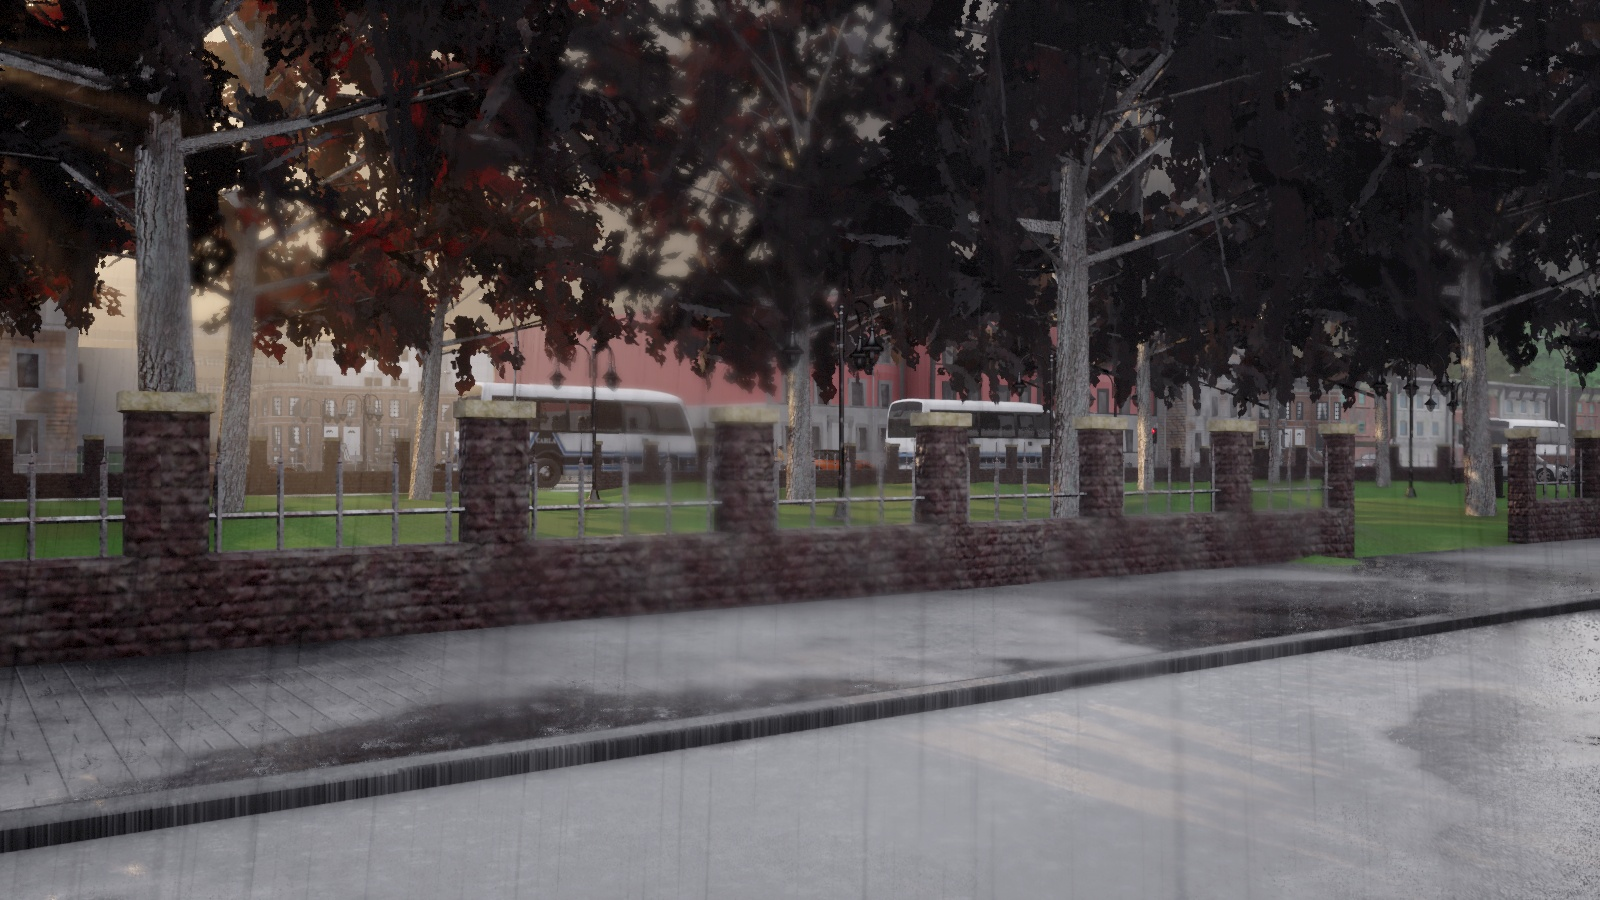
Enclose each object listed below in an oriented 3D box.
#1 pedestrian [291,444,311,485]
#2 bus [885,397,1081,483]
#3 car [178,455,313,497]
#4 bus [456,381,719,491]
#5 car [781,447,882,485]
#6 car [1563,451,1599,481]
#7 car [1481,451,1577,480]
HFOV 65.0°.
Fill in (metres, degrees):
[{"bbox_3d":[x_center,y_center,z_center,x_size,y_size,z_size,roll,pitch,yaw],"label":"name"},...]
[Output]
[{"bbox_3d":[-22.384,0.640,56.333,0.694,1.848,0.540,0,0,-38],"label":"pedestrian"},{"bbox_3d":[9.780,-0.490,66.470,10.273,4.253,3.944,0,0,-34],"label":"bus"},{"bbox_3d":[-20.063,0.912,45.518,4.193,1.474,1.816,0,0,-35],"label":"car"},{"bbox_3d":[-8.902,-0.482,53.334,10.273,4.253,3.944,1,-1,-35],"label":"bus"},{"bbox_3d":[1.542,0.748,60.656,4.553,1.767,2.097,0,0,-35],"label":"car"},{"bbox_3d":[41.875,0.830,65.030,1.845,1.501,3.633,0,0,-34],"label":"car"},{"bbox_3d":[37.564,0.789,64.729,1.970,1.475,3.806,0,0,-37],"label":"car"}]
